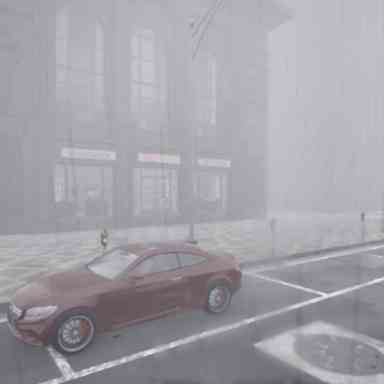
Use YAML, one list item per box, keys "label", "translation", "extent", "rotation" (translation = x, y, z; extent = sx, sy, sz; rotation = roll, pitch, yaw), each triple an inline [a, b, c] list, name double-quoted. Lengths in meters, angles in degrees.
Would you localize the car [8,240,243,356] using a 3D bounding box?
- label: "car"
  translation: [-0.912, 1.585, 5.999]
  extent: [4.206, 1.307, 1.802]
  rotation: [0, 0, -36]
